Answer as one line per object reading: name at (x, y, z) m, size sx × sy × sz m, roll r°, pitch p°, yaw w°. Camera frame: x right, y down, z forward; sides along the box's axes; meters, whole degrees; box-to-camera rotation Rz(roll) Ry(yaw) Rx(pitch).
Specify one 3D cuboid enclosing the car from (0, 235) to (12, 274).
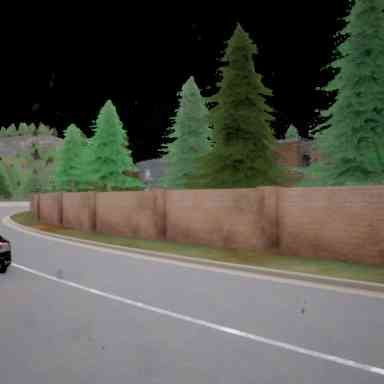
car at (-7.215, 1.677, 10.258) m, size 4.902 × 1.511 × 2.128 m, roll -1°, pitch -1°, yaw 43°
